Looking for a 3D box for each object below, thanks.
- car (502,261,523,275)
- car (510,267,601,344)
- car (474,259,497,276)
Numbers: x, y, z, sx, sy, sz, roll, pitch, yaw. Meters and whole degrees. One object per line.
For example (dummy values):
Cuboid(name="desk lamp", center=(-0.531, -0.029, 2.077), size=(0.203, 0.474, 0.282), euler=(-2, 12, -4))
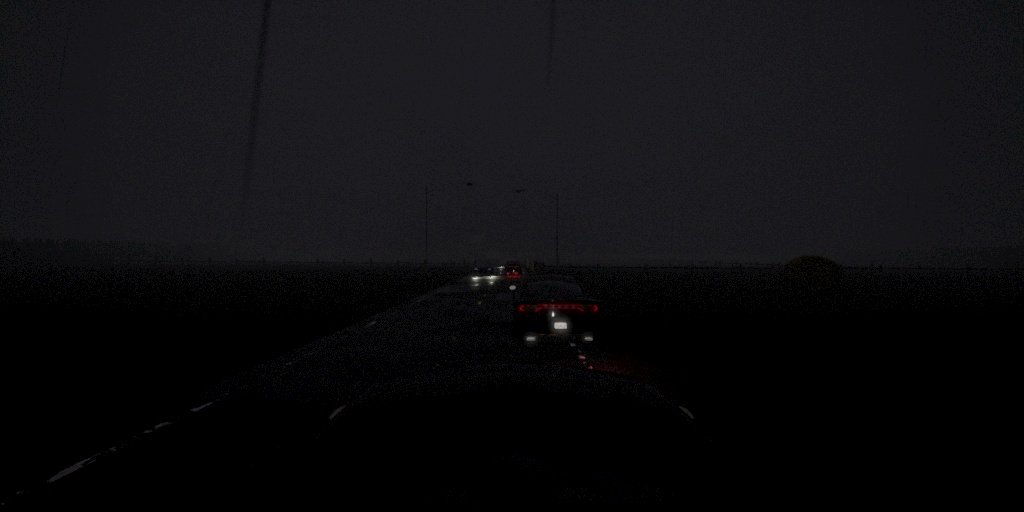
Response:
Cuboid(name="car", center=(0.103, 1.250, 38.748), size=(1.837, 1.490, 4.892), euler=(0, 0, -2))
Cuboid(name="car", center=(0.963, 1.228, 9.580), size=(1.882, 1.535, 5.008), euler=(0, 0, 0))
Cuboid(name="car", center=(-2.846, 1.223, 37.506), size=(1.882, 1.535, 5.008), euler=(0, 0, 0))
